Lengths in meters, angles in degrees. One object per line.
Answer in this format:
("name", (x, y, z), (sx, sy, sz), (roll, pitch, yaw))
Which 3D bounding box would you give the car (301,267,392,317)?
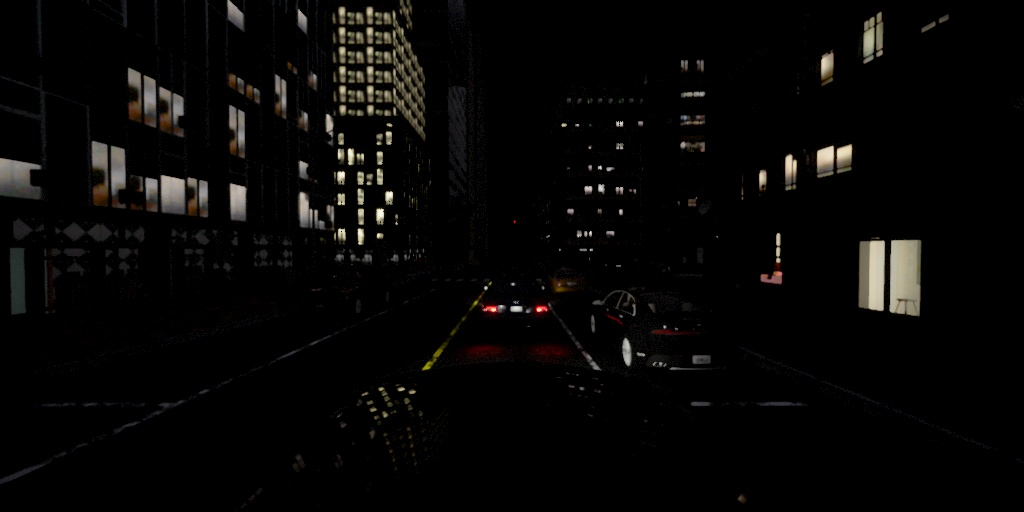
("car", (-5.846, 1.275, 13.161), (1.888, 1.381, 4.507), (0, 0, 0))

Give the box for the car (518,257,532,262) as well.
("car", (2.560, 1.201, 62.375), (2.007, 1.370, 4.403), (0, 0, 0))

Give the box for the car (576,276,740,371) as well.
("car", (2.806, 1.290, 7.477), (2.007, 1.370, 4.403), (0, 0, 0))

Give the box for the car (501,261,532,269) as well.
("car", (0.051, 1.221, 21.335), (1.837, 1.490, 4.892), (0, 0, 0))

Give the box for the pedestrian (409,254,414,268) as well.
("pedestrian", (-12.641, 0.607, 45.203), (0.375, 1.860, 0.375), (0, 1, 1))

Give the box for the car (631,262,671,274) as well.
("car", (16.223, 1.314, 41.934), (4.403, 1.370, 2.007), (0, 0, 1))

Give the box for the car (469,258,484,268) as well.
("car", (-5.808, 1.184, 56.533), (1.751, 1.417, 4.829), (0, 0, 0))

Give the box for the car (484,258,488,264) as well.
("car", (-5.821, 1.216, 62.357), (1.948, 1.339, 4.313), (0, 0, 0))

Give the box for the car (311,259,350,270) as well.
("car", (-21.754, 0.967, 42.350), (4.829, 1.417, 1.751), (0, 0, 1))

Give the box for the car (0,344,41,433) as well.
("car", (-5.796, 1.300, 1.871), (2.007, 1.370, 4.403), (0, 0, 0))

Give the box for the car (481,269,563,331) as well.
("car", (0.082, 1.281, 10.912), (2.033, 1.411, 5.357), (0, 0, 0))

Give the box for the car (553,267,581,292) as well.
("car", (2.782, 1.246, 18.936), (1.751, 1.417, 4.829), (0, 0, 0))
